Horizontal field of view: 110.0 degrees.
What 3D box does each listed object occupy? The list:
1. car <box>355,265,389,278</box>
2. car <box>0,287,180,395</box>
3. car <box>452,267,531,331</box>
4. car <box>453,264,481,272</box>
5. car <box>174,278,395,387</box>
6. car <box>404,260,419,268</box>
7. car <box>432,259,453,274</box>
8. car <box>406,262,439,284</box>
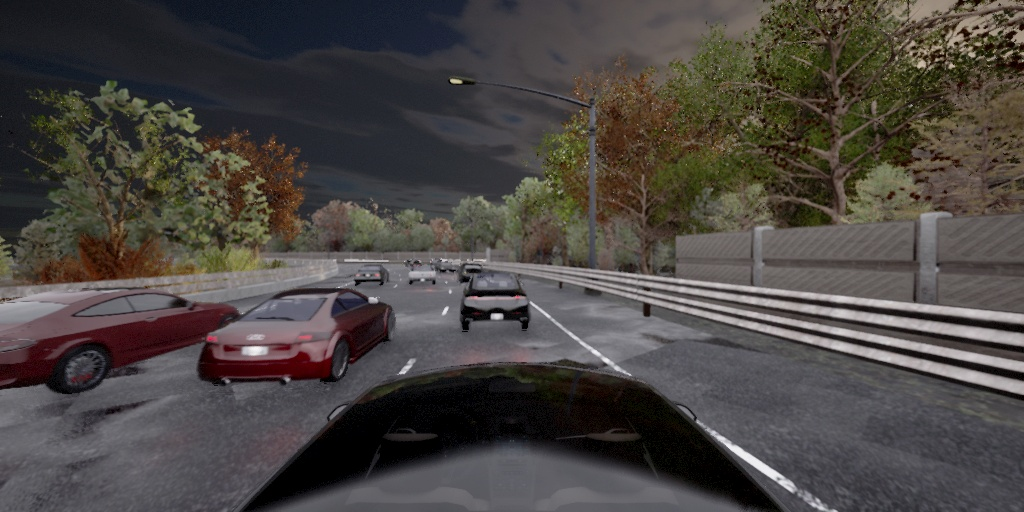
[{"bbox_3d":[-10.013,1.326,25.792,2.033,1.411,5.357,0,0,-14],"label":"car"},{"bbox_3d":[-7.192,1.282,6.490,1.812,1.442,4.674,0,0,-3],"label":"car"},{"bbox_3d":[-0.590,1.253,11.097,2.128,1.511,4.902,0,0,-5],"label":"car"},{"bbox_3d":[-3.092,1.285,26.481,1.837,1.490,4.892,0,0,-13],"label":"car"},{"bbox_3d":[-3.749,1.320,7.088,1.994,1.385,4.181,0,0,-3],"label":"car"},{"bbox_3d":[-16.490,1.323,59.280,1.837,1.490,4.892,0,0,-31],"label":"car"},{"bbox_3d":[-8.043,1.398,42.280,1.895,1.301,4.718,0,0,-22],"label":"car"},{"bbox_3d":[-6.833,1.381,27.322,1.895,1.301,4.718,0,0,-14],"label":"car"}]
